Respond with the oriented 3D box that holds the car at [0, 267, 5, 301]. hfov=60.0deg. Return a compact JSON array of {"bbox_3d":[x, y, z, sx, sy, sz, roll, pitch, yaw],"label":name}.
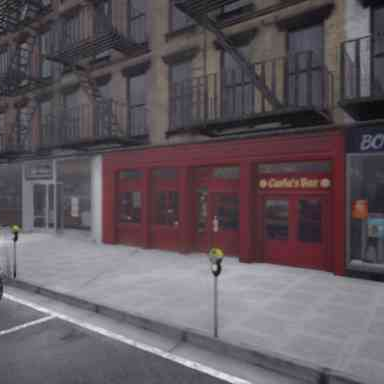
[{"bbox_3d":[-5.331,1.579,6.615,4.206,1.307,1.802,0,0,36],"label":"car"}]
